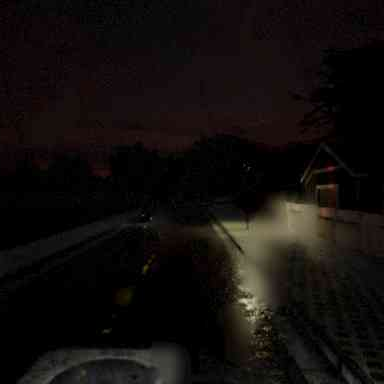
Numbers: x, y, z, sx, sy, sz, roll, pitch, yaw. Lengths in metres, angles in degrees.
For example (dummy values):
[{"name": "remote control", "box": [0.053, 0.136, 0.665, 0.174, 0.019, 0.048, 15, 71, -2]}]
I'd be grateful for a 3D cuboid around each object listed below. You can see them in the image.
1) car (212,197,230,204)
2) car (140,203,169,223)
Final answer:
[{"name": "car", "box": [5.823, 1.735, 66.677, 1.812, 1.442, 4.674, -1, -1, 37]}, {"name": "car", "box": [-2.858, 1.564, 26.367, 2.033, 1.411, 5.357, 0, 0, 0]}]
